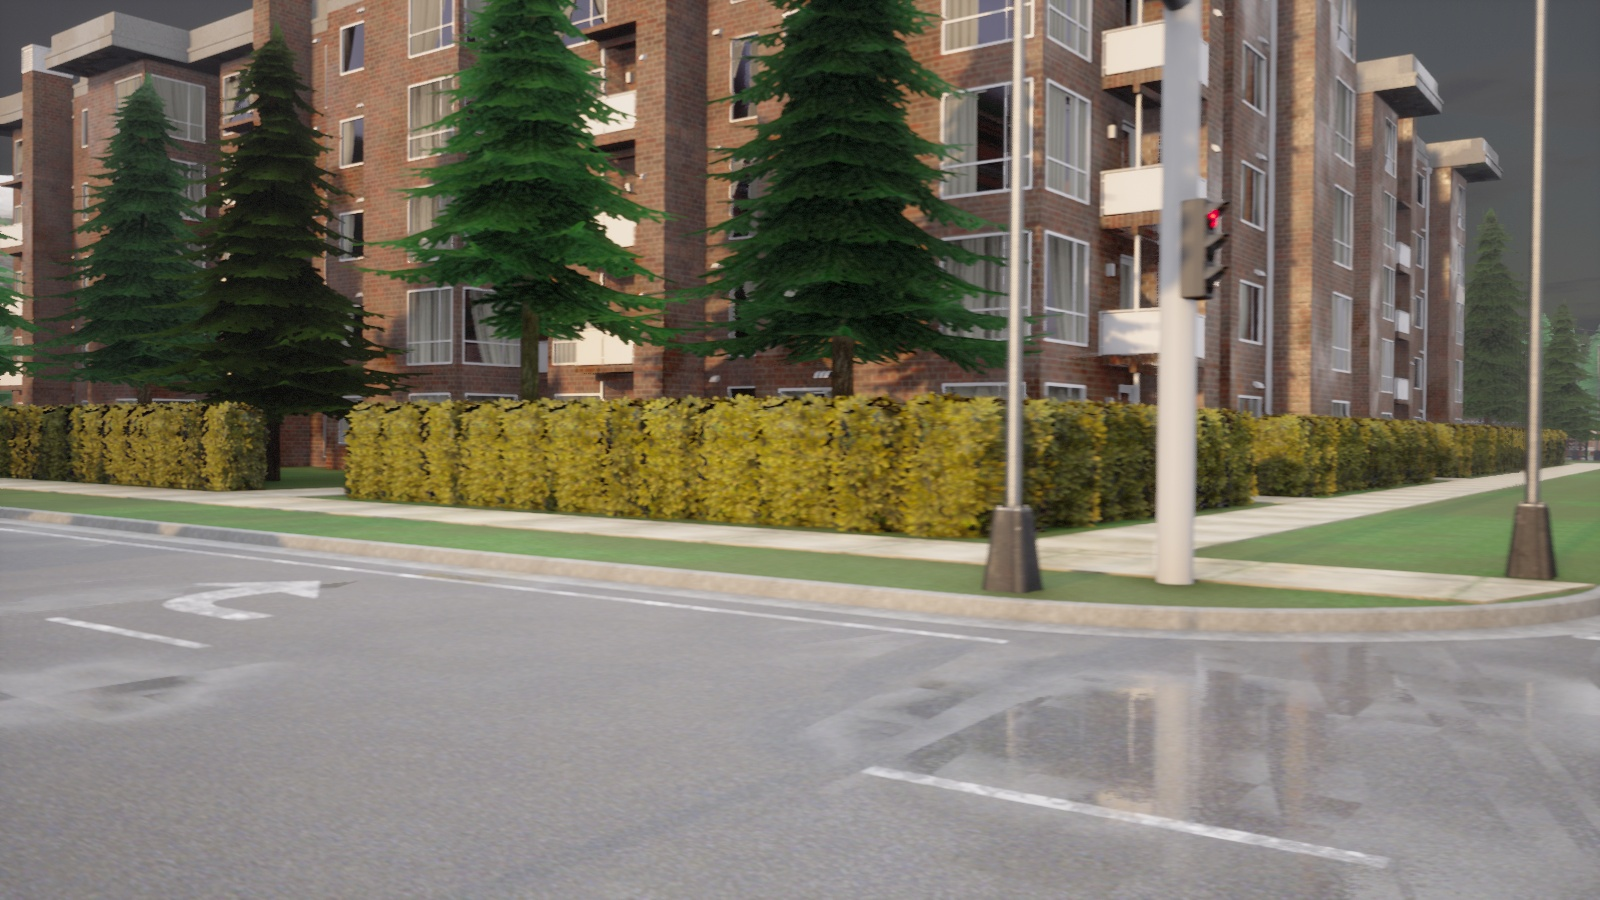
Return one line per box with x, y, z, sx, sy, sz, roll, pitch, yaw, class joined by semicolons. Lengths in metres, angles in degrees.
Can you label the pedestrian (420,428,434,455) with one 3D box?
-26.364;-0.608;88.742;0.423;1.949;0.788;0;1;38;pedestrian
